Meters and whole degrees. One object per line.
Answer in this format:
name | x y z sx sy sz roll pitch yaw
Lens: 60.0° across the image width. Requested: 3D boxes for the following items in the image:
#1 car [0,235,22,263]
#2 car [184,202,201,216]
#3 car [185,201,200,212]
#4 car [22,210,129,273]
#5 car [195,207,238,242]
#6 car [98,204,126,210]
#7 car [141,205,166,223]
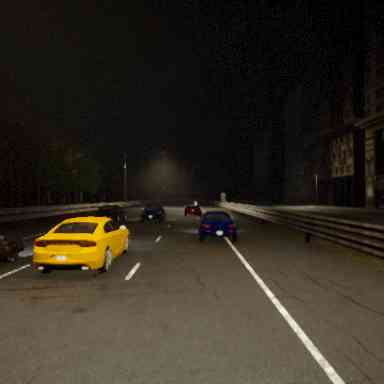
car | -6.887 1.633 9.435 2.033 1.411 5.357 0 -1 0
car | 0.093 2.074 39.301 1.994 1.385 4.181 0 -1 0
car | 0.069 2.197 50.925 2.128 1.511 4.902 0 -1 0
car | -3.385 1.579 11.113 1.882 1.535 5.008 0 -1 0
car | 1.249 1.698 17.295 1.812 1.442 4.674 0 -1 0
car | -6.860 1.834 28.431 1.837 1.490 4.892 0 -1 0
car | -3.359 1.870 29.335 1.812 1.442 4.674 0 -1 0
